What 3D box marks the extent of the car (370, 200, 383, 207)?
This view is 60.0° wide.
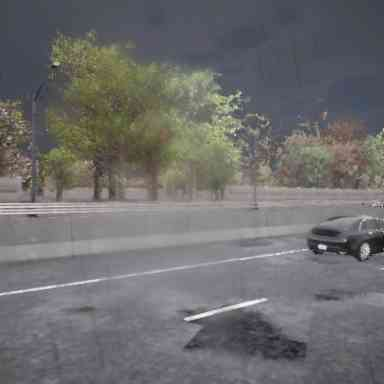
[{"bbox_3d":[32.566,2.165,57.212,4.902,1.511,2.128,1,0,-35],"label":"car"}]

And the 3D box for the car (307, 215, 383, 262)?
[{"bbox_3d":[6.417,1.637,12.688,4.892,1.490,1.837,0,0,-35],"label":"car"}]
